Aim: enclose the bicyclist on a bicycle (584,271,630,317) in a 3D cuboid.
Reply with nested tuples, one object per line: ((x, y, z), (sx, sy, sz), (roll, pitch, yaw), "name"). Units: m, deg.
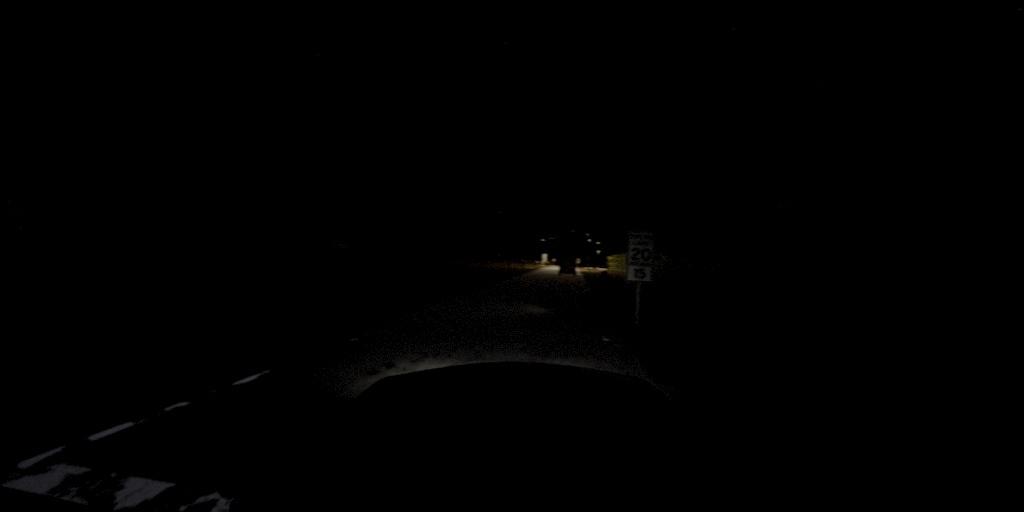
((3.458, 1.369, 12.977), (1.656, 1.620, 0.582), (4, 0, 9), "bicyclist on a bicycle")

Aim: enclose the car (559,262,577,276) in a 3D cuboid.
((6.435, 1.465, 41.520), (1.882, 1.535, 5.008), (3, 0, 10), "car")
